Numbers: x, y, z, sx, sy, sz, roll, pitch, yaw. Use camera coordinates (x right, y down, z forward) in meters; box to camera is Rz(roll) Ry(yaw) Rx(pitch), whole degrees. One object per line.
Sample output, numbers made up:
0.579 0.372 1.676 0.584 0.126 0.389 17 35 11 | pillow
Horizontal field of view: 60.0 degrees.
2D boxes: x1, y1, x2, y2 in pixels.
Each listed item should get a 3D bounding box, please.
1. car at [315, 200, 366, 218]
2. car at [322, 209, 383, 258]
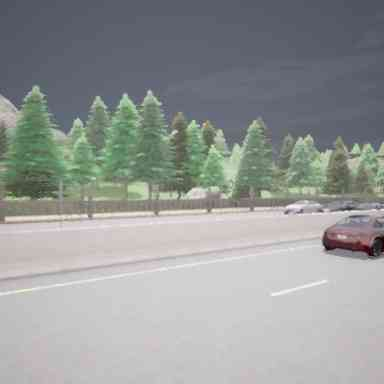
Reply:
13.936 1.532 31.127 4.902 1.511 2.128 0 0 -35 | car
6.984 1.582 13.029 4.181 1.385 1.994 0 0 -36 | car
